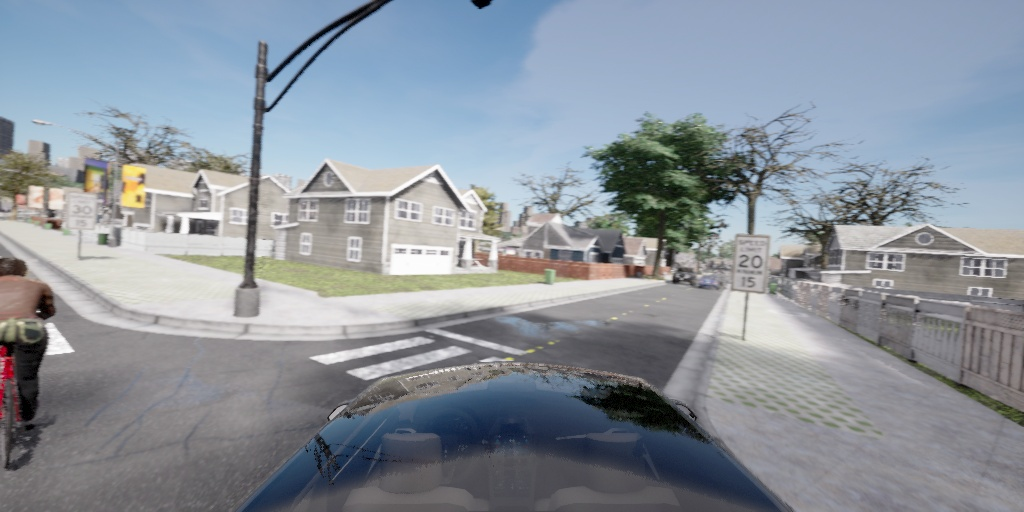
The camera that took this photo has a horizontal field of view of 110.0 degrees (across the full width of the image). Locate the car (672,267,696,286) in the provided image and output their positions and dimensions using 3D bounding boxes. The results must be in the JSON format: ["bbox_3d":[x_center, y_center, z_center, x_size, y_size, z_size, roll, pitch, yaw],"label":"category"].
[{"bbox_3d":[20.433,2.322,42.331,2.150,2.045,5.566,5,1,32],"label":"car"}]

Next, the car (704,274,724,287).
[{"bbox_3d":[25.845,3.076,45.863,1.994,1.385,4.181,5,1,32],"label":"car"}]

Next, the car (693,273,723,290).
[{"bbox_3d":[20.760,2.728,37.617,2.033,1.411,5.357,5,1,32],"label":"car"}]

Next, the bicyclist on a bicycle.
[{"bbox_3d":[-4.375,0.840,3.105,1.656,1.620,0.582,4,1,33],"label":"bicyclist on a bicycle"}]
